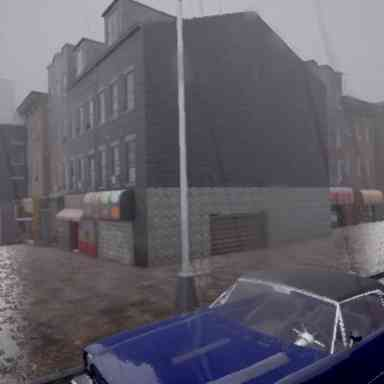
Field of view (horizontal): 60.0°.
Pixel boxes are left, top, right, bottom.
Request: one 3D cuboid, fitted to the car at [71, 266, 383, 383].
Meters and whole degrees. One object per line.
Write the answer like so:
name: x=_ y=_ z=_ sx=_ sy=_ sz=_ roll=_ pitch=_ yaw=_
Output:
car: x=1.158 y=1.691 z=3.928 sx=4.718 sy=1.301 sz=1.895 roll=0 pitch=-2 yaw=-37
